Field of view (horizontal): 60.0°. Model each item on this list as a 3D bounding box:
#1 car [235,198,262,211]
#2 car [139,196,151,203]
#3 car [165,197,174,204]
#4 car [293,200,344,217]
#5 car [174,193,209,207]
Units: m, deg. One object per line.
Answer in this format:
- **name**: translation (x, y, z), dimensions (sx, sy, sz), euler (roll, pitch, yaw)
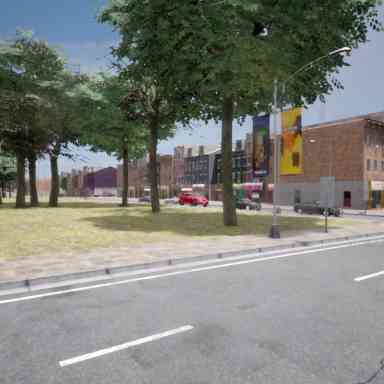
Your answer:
- **car**: translation (6.363, 1.497, 40.457), dimensions (1.837, 1.490, 4.892), euler (1, 0, -35)
- **car**: translation (-8.779, 1.402, 66.612), dimensions (2.033, 1.411, 5.357), euler (1, 0, -35)
- **car**: translation (-2.907, 1.489, 58.461), dimensions (1.895, 1.301, 4.718), euler (1, 0, -35)
- **car**: translation (12.193, 1.589, 32.268), dimensions (1.837, 1.490, 4.892), euler (1, 0, -35)
- **car**: translation (0.158, 1.137, 49.187), dimensions (2.150, 2.045, 5.566), euler (1, 0, -35)
